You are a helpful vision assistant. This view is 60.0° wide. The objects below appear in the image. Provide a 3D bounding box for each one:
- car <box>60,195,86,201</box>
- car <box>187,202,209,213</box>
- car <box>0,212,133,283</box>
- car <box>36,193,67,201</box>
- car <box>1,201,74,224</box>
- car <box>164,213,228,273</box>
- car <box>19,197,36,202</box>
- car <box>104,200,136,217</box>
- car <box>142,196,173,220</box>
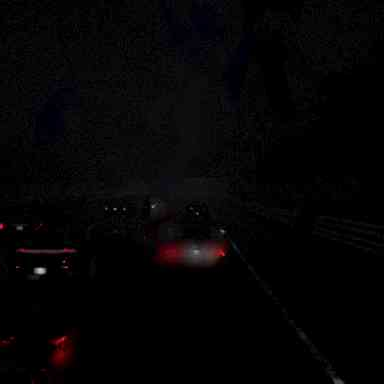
[{"bbox_3d":[-16.536,1.514,48.029,2.033,1.411,5.357,0,1,3],"label":"car"},{"bbox_3d":[0.539,1.614,30.502,2.128,1.511,4.902,0,0,2],"label":"car"},{"bbox_3d":[-3.375,1.576,9.908,2.128,1.511,4.902,0,0,1],"label":"car"},{"bbox_3d":[-19.999,1.181,48.741,2.150,2.045,5.566,0,0,3],"label":"car"},{"bbox_3d":[-6.782,1.467,15.308,2.097,1.767,4.553,0,0,1],"label":"car"},{"bbox_3d":[0.144,1.640,11.024,2.033,1.411,5.357,0,0,1],"label":"car"},{"bbox_3d":[-23.516,1.486,48.417,1.812,1.442,4.674,0,1,3],"label":"car"},{"bbox_3d":[-6.468,1.472,30.377,2.097,1.767,4.553,0,0,2],"label":"car"},{"bbox_3d":[-2.994,1.345,29.509,2.150,2.045,5.566,0,0,2],"label":"car"}]
